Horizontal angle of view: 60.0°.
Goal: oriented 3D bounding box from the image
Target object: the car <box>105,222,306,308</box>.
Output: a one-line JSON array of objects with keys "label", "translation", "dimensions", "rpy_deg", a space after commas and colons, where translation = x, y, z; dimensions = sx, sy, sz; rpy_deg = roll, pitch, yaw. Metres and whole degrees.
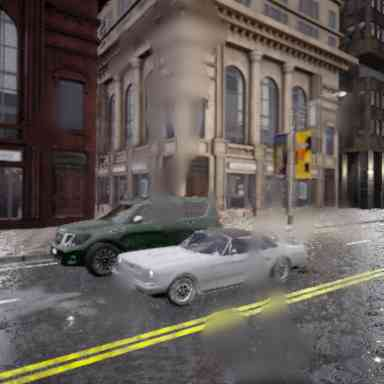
[{"label": "car", "translation": [0.575, 1.601, 8.060], "dimensions": [4.718, 1.301, 1.895], "rpy_deg": [0, 0, -35]}]

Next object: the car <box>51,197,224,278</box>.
[{"label": "car", "translation": [-1.457, 1.217, 10.604], "dimensions": [5.566, 2.045, 2.150], "rpy_deg": [-1, 0, -35]}]
